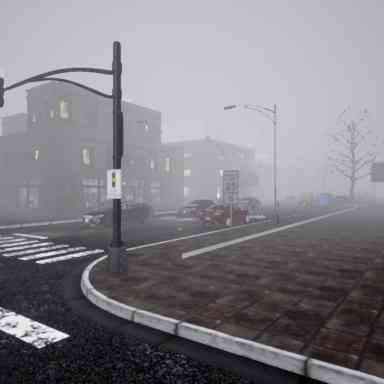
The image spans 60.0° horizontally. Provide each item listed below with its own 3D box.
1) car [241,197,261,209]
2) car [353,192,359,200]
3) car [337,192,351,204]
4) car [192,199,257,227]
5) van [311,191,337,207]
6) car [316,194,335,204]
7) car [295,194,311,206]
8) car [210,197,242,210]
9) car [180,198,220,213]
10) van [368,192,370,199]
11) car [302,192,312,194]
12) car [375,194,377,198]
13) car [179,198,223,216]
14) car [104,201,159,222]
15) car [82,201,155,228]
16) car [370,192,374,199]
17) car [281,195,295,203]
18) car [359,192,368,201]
[{"bbox_3d":[6.296,1.287,37.534,1.812,1.442,4.674,0,0,35],"label":"car"},{"bbox_3d":[26.638,1.115,56.823,1.887,1.381,4.507,0,1,35],"label":"car"},{"bbox_3d":[23.500,1.173,52.274,1.947,1.339,4.313,0,1,35],"label":"car"},{"bbox_3d":[2.208,1.403,21.413,1.887,1.381,4.507,0,1,35],"label":"car"},{"bbox_3d":[17.224,1.021,43.176,1.690,1.788,3.998,0,1,35],"label":"van"},{"bbox_3d":[22.180,1.079,54.948,1.882,1.535,5.008,0,0,34],"label":"car"},{"bbox_3d":[16.357,1.270,46.494,1.895,1.301,4.718,0,0,35],"label":"car"},{"bbox_3d":[4.049,1.333,38.840,1.947,1.339,4.313,0,1,35],"label":"car"},{"bbox_3d":[0.911,1.355,34.291,2.008,1.369,4.403,0,1,35],"label":"car"},{"bbox_3d":[36.053,0.805,70.467,1.690,1.788,3.998,0,1,35],"label":"van"},{"bbox_3d":[22.878,0.862,66.129,2.192,1.841,5.009,0,1,35],"label":"car"},{"bbox_3d":[45.468,0.799,84.113,1.967,1.590,4.097,0,1,35],"label":"car"},{"bbox_3d":[0.733,1.353,29.477,1.812,1.442,4.674,0,0,35],"label":"car"},{"bbox_3d":[-4.691,1.452,26.173,1.802,1.307,4.206,0,1,35],"label":"car"},{"bbox_3d":[-4.769,1.384,21.508,2.128,1.511,4.902,0,0,35],"label":"car"},{"bbox_3d":[39.191,0.973,75.017,1.887,1.381,4.507,0,1,35],"label":"car"},{"bbox_3d":[16.602,1.201,57.033,1.802,1.307,4.206,0,1,35],"label":"car"},{"bbox_3d":[32.915,0.939,65.919,1.967,1.590,4.097,0,1,35],"label":"car"}]
